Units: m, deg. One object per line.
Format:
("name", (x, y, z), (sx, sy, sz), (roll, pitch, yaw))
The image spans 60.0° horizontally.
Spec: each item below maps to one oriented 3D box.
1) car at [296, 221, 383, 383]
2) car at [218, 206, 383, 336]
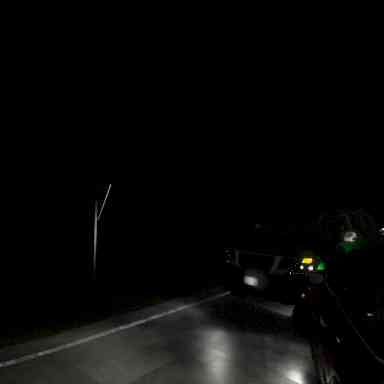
("car", (2.443, 1.431, 3.690), (2.097, 1.767, 4.553), (1, -1, 14))
("car", (3.014, 1.399, 8.234), (2.150, 2.045, 5.566), (1, -1, 43))
